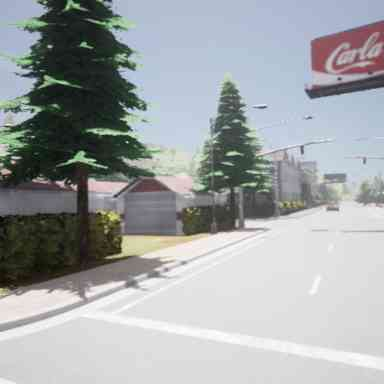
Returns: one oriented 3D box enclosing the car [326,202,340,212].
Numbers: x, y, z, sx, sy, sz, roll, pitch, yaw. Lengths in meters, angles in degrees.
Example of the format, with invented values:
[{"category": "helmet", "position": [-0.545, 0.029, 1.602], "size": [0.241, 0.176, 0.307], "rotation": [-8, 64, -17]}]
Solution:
[{"category": "car", "position": [24.813, 2.491, 58.625], "size": [2.097, 1.767, 4.553], "rotation": [-2, -2, 26]}]
